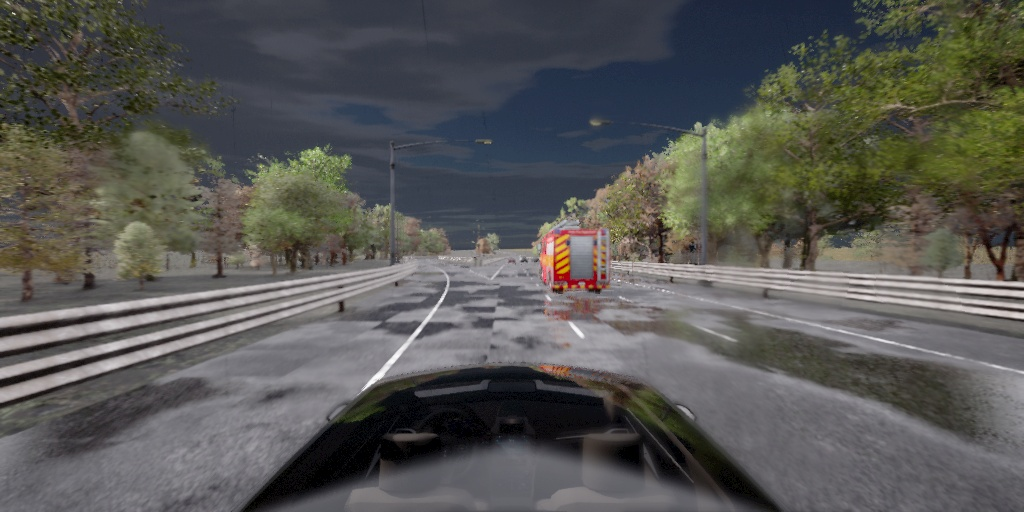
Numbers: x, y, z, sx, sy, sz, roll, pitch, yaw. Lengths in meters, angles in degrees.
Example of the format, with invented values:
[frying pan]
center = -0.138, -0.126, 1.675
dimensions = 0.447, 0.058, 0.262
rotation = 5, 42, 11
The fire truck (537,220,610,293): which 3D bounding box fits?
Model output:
[fire truck]
center = 3.498, 0.100, 22.047
dimensions = 2.891, 3.827, 8.468
rotation = 0, 0, 0
